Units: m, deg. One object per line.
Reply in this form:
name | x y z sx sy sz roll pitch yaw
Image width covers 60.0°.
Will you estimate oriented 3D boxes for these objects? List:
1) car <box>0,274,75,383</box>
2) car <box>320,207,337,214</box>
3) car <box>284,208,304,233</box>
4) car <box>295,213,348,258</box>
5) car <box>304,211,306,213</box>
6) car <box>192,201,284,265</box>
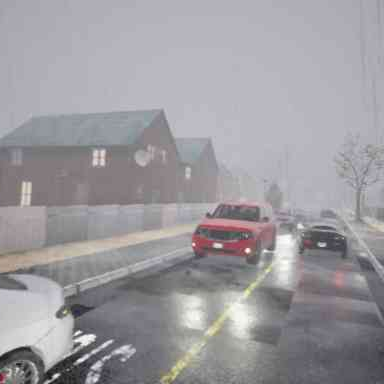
car | -3.065 1.384 2.438 1.812 1.442 4.674 3 0 30
car | 17.319 2.701 42.226 1.812 1.442 4.674 3 0 23
car | 6.494 1.972 23.949 2.128 1.511 4.902 3 -1 23
car | 5.874 1.910 14.849 1.812 1.442 4.674 3 0 23
car | 10.600 2.326 33.701 1.994 1.385 4.181 3 -1 23
car | 1.922 1.393 13.006 2.150 2.045 5.566 3 0 23
